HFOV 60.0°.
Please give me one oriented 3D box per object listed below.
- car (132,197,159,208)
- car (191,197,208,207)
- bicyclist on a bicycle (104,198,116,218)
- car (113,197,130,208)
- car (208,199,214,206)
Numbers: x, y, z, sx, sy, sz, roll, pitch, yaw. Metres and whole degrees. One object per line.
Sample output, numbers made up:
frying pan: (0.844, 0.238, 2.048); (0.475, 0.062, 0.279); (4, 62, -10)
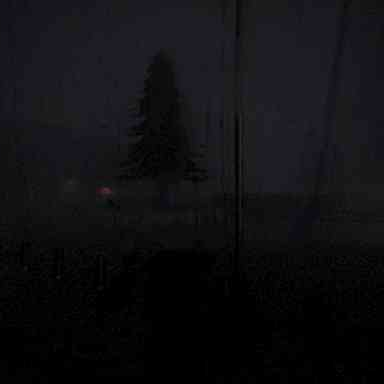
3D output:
car: (-5.953, 1.514, 46.217); (1.994, 1.385, 4.181); (0, 0, 36)
car: (1.705, 1.520, 50.656); (1.994, 1.385, 4.181); (0, 0, 37)
bicyclist on a bicycle: (-6.558, 1.268, 26.559); (1.656, 1.620, 0.582); (0, 0, 36)
car: (-9.383, 1.423, 47.445); (1.882, 1.535, 5.008); (0, 0, 36)
car: (4.862, 1.562, 49.039); (1.895, 1.301, 4.718); (0, 0, 36)
